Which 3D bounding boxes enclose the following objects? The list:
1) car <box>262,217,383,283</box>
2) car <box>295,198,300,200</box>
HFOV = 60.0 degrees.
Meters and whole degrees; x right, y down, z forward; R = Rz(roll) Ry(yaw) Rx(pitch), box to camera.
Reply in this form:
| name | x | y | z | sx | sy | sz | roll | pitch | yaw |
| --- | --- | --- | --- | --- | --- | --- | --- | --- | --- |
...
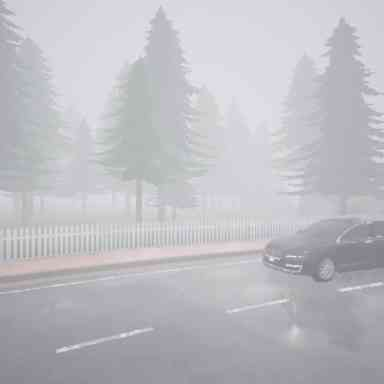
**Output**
| name | x | y | z | sx | sy | sz | roll | pitch | yaw |
| --- | --- | --- | --- | --- | --- | --- | --- | --- | --- |
| car | 4.363 | 1.505 | 9.510 | 4.892 | 1.490 | 1.837 | 0 | 0 | -20 |
| car | 20.472 | 1.569 | 62.628 | 1.895 | 1.301 | 4.718 | 0 | 0 | -4 |
